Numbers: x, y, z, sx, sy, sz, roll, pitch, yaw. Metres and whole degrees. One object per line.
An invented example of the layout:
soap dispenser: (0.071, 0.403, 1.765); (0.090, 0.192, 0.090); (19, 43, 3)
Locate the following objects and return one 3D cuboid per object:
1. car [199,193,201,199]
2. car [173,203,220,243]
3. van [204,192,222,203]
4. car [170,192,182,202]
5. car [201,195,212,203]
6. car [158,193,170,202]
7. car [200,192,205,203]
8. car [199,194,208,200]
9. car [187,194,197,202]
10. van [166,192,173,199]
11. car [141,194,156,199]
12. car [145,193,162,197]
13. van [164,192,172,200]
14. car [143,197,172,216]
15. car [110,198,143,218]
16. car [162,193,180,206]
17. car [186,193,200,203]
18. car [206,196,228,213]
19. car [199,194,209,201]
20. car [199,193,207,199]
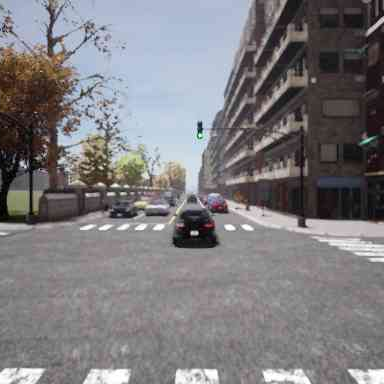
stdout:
car: (2.686, 1.256, 56.379); (2.008, 1.369, 4.403); (0, 0, 0)
car: (0.104, 1.437, 15.339); (1.812, 1.442, 4.674); (0, 0, 0)
van: (2.689, 1.125, 39.487); (1.690, 1.788, 3.998); (0, 0, 0)
car: (-3.007, 0.985, 62.357); (1.837, 1.490, 4.892); (0, 0, 0)
car: (2.685, 1.225, 62.008); (1.887, 1.381, 4.507); (0, 0, 0)
car: (-5.695, 1.096, 67.637); (1.967, 1.590, 4.097); (0, 0, 0)
car: (2.687, 1.171, 50.748); (1.967, 1.590, 4.097); (0, 0, 0)
car: (2.683, 1.155, 78.899); (1.887, 1.381, 4.507); (0, 0, 0)
car: (-0.006, 1.182, 67.361); (1.812, 1.442, 4.674); (0, 0, 0)
van: (-5.697, 0.931, 84.526); (1.690, 1.788, 3.998); (0, 0, 0)
car: (-5.692, 1.310, 39.318); (1.752, 1.417, 4.829); (0, 0, 0)
car: (-5.693, 1.072, 45.116); (2.192, 1.841, 5.009); (0, 0, 0)
van: (-5.697, 0.952, 78.897); (1.690, 1.788, 3.998); (0, 0, 0)
car: (-3.102, 1.432, 30.145); (1.895, 1.301, 4.718); (0, 0, 0)
car: (-5.691, 1.408, 28.227); (1.947, 1.339, 4.313); (0, 0, 0)
car: (-3.088, 1.258, 45.838); (1.837, 1.490, 4.892); (0, 0, 0)
car: (-0.006, 1.206, 57.325); (1.837, 1.490, 4.892); (0, 0, 0)
car: (2.689, 1.357, 33.857); (1.887, 1.381, 4.507); (0, 0, 0)
car: (2.684, 1.183, 73.269); (2.008, 1.369, 4.403); (0, 0, 0)
car: (2.683, 1.030, 84.528); (1.967, 1.590, 4.097); (0, 0, 0)
